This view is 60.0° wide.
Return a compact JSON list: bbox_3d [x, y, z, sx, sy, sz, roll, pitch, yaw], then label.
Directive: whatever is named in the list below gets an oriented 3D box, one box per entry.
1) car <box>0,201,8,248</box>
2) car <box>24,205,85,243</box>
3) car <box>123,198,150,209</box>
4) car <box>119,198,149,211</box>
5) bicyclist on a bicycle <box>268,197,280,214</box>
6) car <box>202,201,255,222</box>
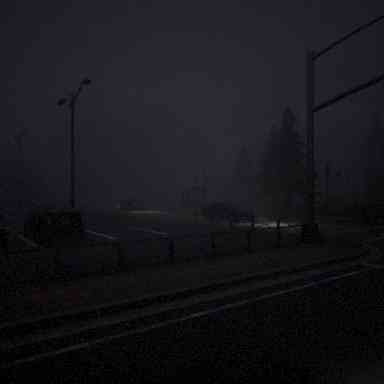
[{"bbox_3d":[-8.895,1.331,13.418,2.152,1.636,5.027,0,0,-36],"label":"car"},{"bbox_3d":[-6.383,1.340,15.298,2.007,1.523,4.514,0,0,-36],"label":"car"},{"bbox_3d":[-7.968,1.601,47.316,1.895,1.301,4.718,0,0,-36],"label":"car"},{"bbox_3d":[-7.187,1.506,40.196,1.837,1.490,4.892,0,0,-36],"label":"car"},{"bbox_3d":[7.949,1.301,32.232,1.656,1.620,0.582,0,0,-36],"label":"bicyclist on a bicycle"},{"bbox_3d":[2.859,1.478,26.529,1.882,1.535,5.008,0,0,-36],"label":"car"}]
